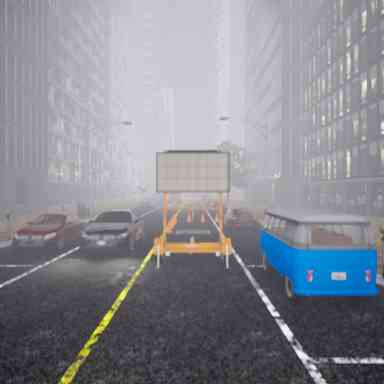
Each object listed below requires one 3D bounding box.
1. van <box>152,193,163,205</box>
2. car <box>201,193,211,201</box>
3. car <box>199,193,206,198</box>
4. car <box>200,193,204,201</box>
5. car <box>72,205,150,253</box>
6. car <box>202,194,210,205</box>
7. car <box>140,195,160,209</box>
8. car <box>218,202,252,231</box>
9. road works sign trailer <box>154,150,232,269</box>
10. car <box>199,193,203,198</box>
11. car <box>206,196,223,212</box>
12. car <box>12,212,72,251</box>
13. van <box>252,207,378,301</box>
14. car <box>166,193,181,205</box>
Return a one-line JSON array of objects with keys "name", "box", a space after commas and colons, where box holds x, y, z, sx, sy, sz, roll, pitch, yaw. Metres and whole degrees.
[{"name": "van", "box": [-5.548, 1.096, 53.539, 1.690, 1.788, 3.998, 0, 0, 0]}, {"name": "car", "box": [2.878, 1.095, 70.590, 1.967, 1.590, 4.097, 0, 0, 0]}, {"name": "car", "box": [2.939, 1.057, 93.360, 1.887, 1.381, 4.507, 0, 0, 0]}, {"name": "car", "box": [2.832, 1.306, 53.514, 2.008, 1.369, 4.403, 0, 0, 0]}, {"name": "car", "box": [-3.066, 1.466, 13.609, 1.812, 1.442, 4.674, 0, 0, 0]}, {"name": "car", "box": [2.817, 1.336, 47.821, 2.008, 1.369, 4.403, 0, 0, 0]}, {"name": "car", "box": [-5.580, 1.365, 42.155, 2.008, 1.369, 4.403, 0, 0, 0]}, {"name": "car", "box": [2.740, 1.497, 19.359, 1.802, 1.307, 4.206, 0, 0, 0]}, {"name": "road works sign trailer", "box": [0.027, 0.416, 10.997, 2.380, 3.560, 2.880, 0, 0, 0]}, {"name": "car", "box": [2.863, 1.128, 64.898, 1.967, 1.590, 4.097, 0, 0, 0]}, {"name": "car", "box": [2.786, 1.422, 36.437, 1.802, 1.307, 4.206, 0, 0, 0]}, {"name": "car", "box": [-5.656, 1.522, 13.692, 1.802, 1.307, 4.206, 0, 0, 0]}, {"name": "van", "box": [2.709, 1.306, 7.974, 1.690, 1.788, 3.998, 0, 0, 0]}, {"name": "car", "box": [-2.939, 0.970, 54.652, 2.150, 2.045, 5.566, 0, 0, 0]}]
